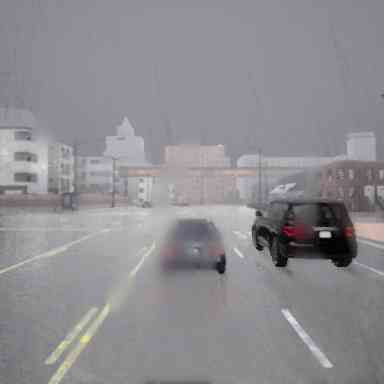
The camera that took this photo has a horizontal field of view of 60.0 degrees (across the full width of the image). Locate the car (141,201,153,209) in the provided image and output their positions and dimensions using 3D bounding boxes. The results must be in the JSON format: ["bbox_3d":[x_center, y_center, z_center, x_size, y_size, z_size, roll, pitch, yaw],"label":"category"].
[{"bbox_3d":[-9.031,2.635,67.364,1.812,1.442,4.674,0,-1,4],"label":"car"}]

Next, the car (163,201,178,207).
[{"bbox_3d":[-5.339,2.980,82.959,1.812,1.442,4.674,-1,-1,25],"label":"car"}]

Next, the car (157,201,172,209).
[{"bbox_3d":[-5.629,2.553,65.791,1.882,1.535,5.008,0,-1,4],"label":"car"}]

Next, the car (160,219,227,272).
[{"bbox_3d":[0.057,1.575,10.767,2.033,1.411,5.357,0,0,0],"label":"car"}]

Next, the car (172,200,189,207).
[{"bbox_3d":[-2.457,2.765,80.888,2.097,1.767,4.553,-1,-1,25],"label":"car"}]

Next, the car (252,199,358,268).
[{"bbox_3d":[3.561,1.254,11.525,2.150,2.045,5.566,0,-1,0],"label":"car"}]
